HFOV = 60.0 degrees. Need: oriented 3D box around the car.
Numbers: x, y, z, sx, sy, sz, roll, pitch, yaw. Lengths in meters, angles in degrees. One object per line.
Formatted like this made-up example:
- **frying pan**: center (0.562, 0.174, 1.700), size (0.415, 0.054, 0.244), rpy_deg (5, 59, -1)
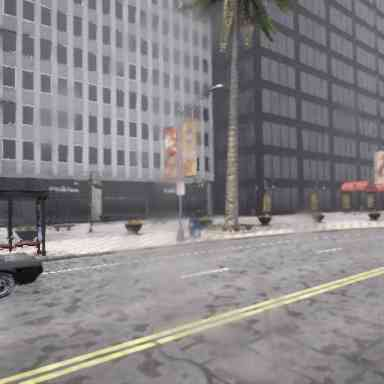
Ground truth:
- **car**: center (-6.263, 1.979, 7.942), size (4.718, 1.301, 1.895), rpy_deg (1, -2, -37)
